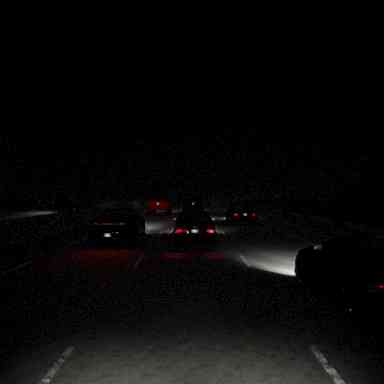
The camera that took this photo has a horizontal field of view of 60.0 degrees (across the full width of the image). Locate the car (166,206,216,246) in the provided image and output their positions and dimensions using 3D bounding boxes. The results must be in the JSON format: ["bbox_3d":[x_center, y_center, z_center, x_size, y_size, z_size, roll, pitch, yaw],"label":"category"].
[{"bbox_3d":[0.103,1.578,15.447,2.033,1.411,5.357,0,0,0],"label":"car"}]

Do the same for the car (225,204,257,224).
[{"bbox_3d":[3.604,1.596,25.045,2.033,1.411,5.357,0,0,0],"label":"car"}]

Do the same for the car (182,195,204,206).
[{"bbox_3d":[0.107,1.292,35.794,2.150,2.045,5.566,0,0,0],"label":"car"}]

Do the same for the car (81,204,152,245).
[{"bbox_3d":[-3.397,1.523,15.801,2.128,1.511,4.902,0,0,0],"label":"car"}]

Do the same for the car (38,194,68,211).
[{"bbox_3d":[-17.579,1.307,42.685,2.150,2.045,5.566,0,0,0],"label":"car"}]

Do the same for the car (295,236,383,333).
[{"bbox_3d":[3.597,1.577,6.808,1.994,1.385,4.181,0,0,0],"label":"car"}]

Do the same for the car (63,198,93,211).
[{"bbox_3d":[-14.083,1.683,41.950,1.895,1.301,4.718,0,0,0],"label":"car"}]

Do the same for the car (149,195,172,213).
[{"bbox_3d":[-3.393,1.292,35.829,2.150,2.045,5.566,0,0,0],"label":"car"}]

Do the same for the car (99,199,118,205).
[{"bbox_3d":[-10.580,1.609,42.471,1.812,1.442,4.674,0,0,0],"label":"car"}]
